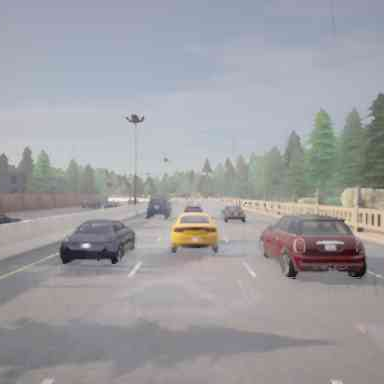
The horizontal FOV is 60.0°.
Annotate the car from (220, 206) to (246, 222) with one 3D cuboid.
[{"bbox_3d":[3.640,1.921,30.001,2.033,1.411,5.357,0,-1,0],"label":"car"}]

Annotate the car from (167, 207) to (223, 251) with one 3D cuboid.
[{"bbox_3d":[0.117,1.663,14.990,1.882,1.535,5.008,0,-1,0],"label":"car"}]

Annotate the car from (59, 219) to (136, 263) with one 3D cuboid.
[{"bbox_3d":[-3.388,1.718,12.664,1.994,1.385,4.181,0,-1,0],"label":"car"}]

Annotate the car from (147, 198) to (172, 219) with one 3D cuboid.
[{"bbox_3d":[-3.352,1.643,34.409,2.150,2.045,5.566,0,-1,0],"label":"car"}]

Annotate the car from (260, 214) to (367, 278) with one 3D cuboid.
[{"bbox_3d":[3.609,1.489,10.783,2.097,1.767,4.553,0,-1,0],"label":"car"}]

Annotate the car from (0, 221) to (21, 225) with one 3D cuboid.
[{"bbox_3d":[-10.581,1.744,16.645,2.033,1.411,5.357,0,-1,0],"label":"car"}]

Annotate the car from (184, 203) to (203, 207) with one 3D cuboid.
[{"bbox_3d":[0.148,1.923,34.983,2.128,1.511,4.902,0,-1,0],"label":"car"}]
